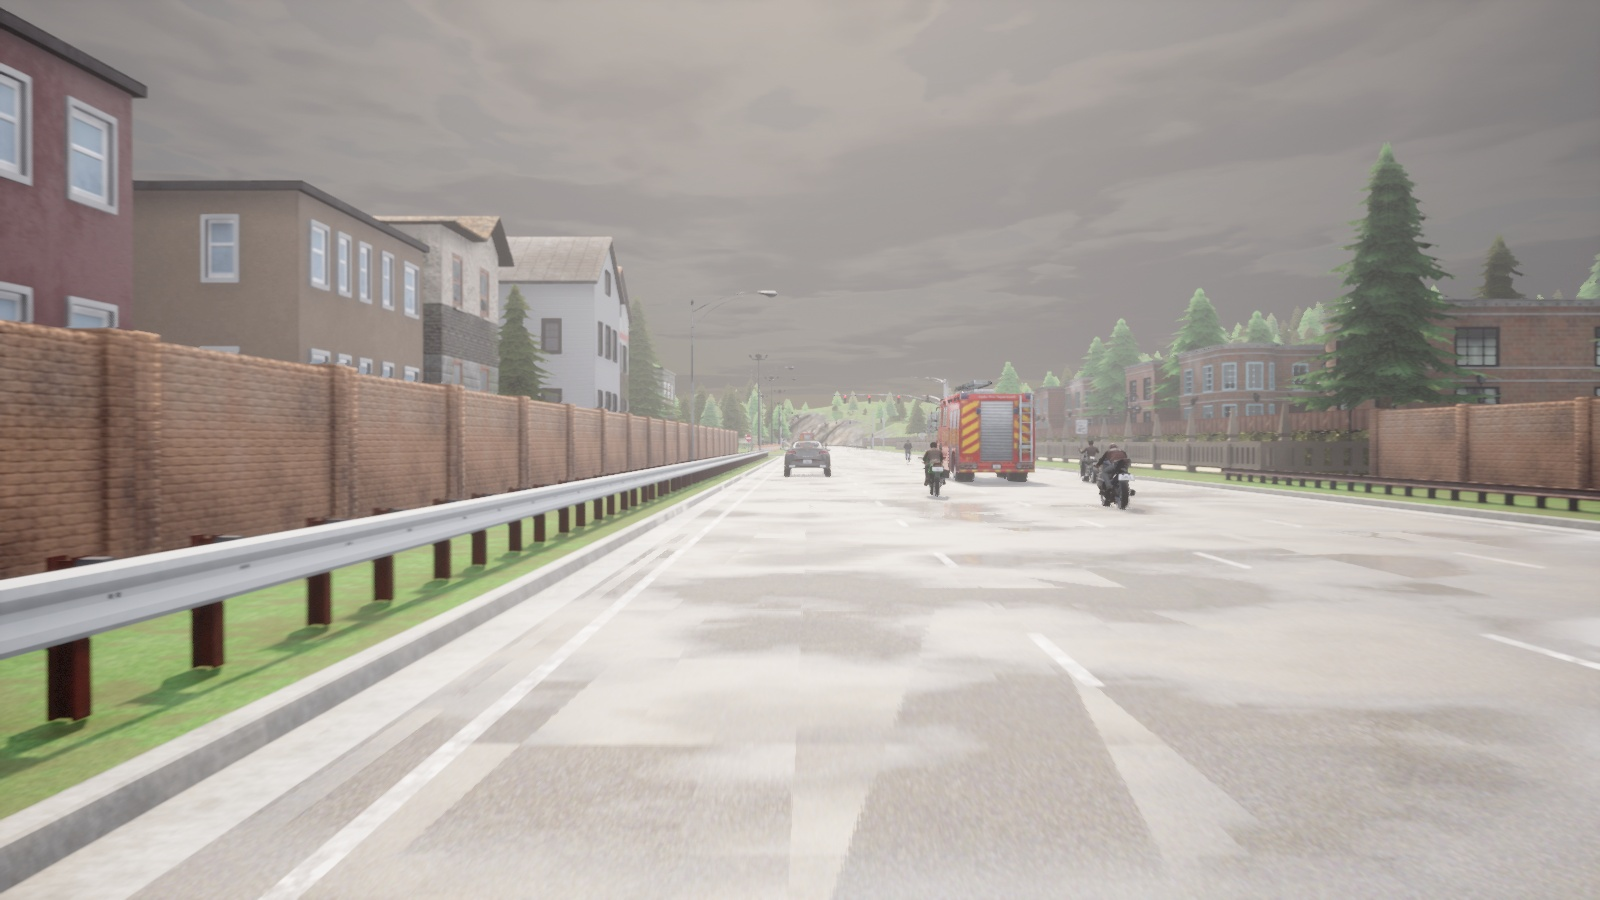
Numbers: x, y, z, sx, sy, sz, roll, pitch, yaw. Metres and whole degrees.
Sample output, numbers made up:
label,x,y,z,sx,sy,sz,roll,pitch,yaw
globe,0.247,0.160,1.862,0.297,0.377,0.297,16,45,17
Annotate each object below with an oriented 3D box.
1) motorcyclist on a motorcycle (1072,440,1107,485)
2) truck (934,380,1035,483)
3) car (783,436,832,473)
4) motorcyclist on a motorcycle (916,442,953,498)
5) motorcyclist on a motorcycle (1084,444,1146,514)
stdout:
label,x,y,z,sx,sy,sz,roll,pitch,yaw
motorcyclist on a motorcycle,10.781,0.443,46.769,0.766,1.649,2.350,0,0,0
truck,7.305,-0.697,50.823,2.891,3.827,8.468,0,0,0
car,0.347,0.198,58.335,2.152,1.651,5.027,0,0,0
motorcyclist on a motorcycle,3.713,0.536,34.809,0.797,1.523,2.044,0,0,0
motorcyclist on a motorcycle,7.180,0.626,28.728,0.866,1.530,2.191,0,0,0
